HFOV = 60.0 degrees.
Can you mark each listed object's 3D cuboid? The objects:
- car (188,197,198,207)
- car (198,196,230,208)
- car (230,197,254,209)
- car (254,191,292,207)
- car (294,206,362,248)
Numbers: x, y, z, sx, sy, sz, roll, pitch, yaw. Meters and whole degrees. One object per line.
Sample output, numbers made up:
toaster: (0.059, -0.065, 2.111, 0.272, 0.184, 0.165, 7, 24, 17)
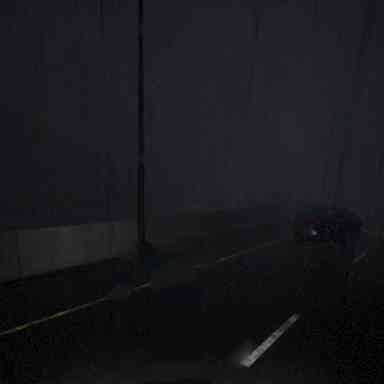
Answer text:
car: (1.297, 1.216, 44.044, 1.994, 1.385, 4.181, 0, 1, 35)
car: (3.123, 1.280, 40.569, 1.895, 1.301, 4.718, 0, 1, 35)
car: (6.777, 1.287, 39.669, 1.895, 1.301, 4.718, 0, 1, 35)
car: (9.447, 0.927, 37.377, 2.150, 2.045, 5.566, 0, 0, 35)
car: (6.036, 1.362, 14.481, 1.882, 1.535, 5.008, 0, 1, 36)
